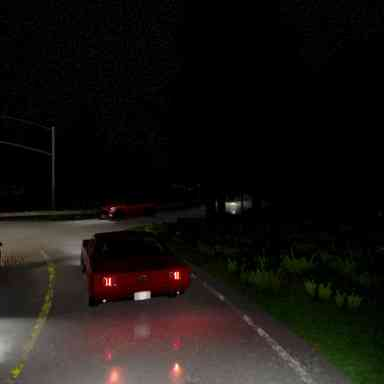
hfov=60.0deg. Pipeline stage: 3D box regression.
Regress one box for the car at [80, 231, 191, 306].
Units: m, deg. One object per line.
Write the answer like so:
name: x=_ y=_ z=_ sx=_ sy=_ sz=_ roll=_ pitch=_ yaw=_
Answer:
car: x=-1.678 y=1.601 z=8.145 sx=1.895 sy=1.301 sz=4.718 roll=0 pitch=0 yaw=-21

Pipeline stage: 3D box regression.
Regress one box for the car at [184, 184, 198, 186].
car: x=-0.486 y=-1.361 z=59.829 sx=1.812 sy=1.442 sz=4.674 roll=0 pitch=5 yaw=-24

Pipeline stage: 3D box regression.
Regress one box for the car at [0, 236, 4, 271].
car: x=-5.677 y=1.506 z=7.888 sx=1.837 sy=1.490 sz=4.892 roll=1 pitch=-1 yaw=-25

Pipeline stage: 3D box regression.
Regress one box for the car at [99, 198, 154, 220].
car: x=-5.375 y=1.296 z=27.613 sx=2.097 sy=1.767 sz=4.553 roll=0 pitch=1 yaw=44
